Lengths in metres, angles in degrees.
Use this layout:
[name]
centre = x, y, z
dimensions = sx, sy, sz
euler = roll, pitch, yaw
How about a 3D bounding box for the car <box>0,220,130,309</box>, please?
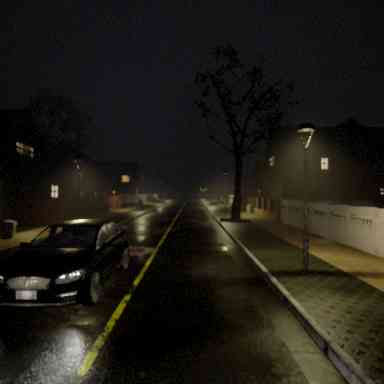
[car]
centre = -2.795, 1.477, 8.098
dimensions = 2.128, 1.511, 4.902
euler = 0, 0, 1
